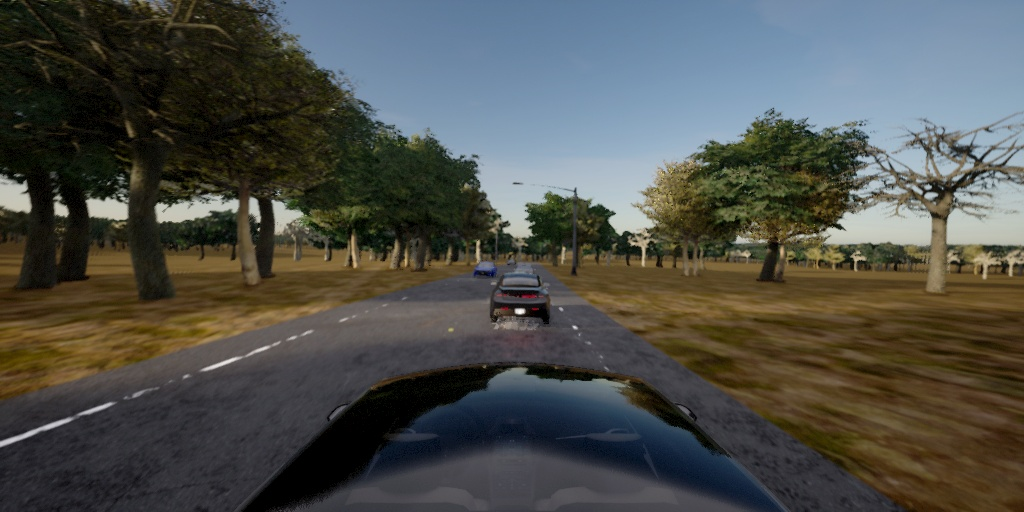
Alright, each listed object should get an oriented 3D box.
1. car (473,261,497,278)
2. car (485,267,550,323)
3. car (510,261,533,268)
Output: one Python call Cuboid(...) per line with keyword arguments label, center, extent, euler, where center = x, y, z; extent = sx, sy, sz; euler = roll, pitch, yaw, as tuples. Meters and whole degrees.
Cuboid(label="car", center=(-2.467, 1.289, 34.480), extent=(1.882, 1.535, 5.008), euler=(1, 0, 3))
Cuboid(label="car", center=(0.285, 1.322, 12.530), extent=(1.837, 1.490, 4.892), euler=(1, 0, 1))
Cuboid(label="car", center=(1.087, 1.434, 31.544), extent=(2.033, 1.411, 5.357), euler=(1, 0, 3))
